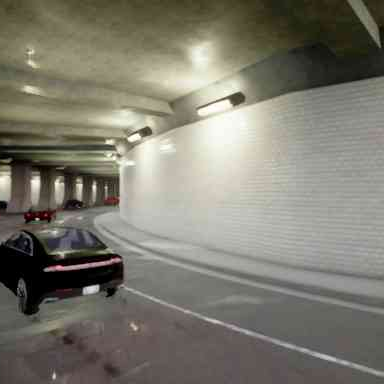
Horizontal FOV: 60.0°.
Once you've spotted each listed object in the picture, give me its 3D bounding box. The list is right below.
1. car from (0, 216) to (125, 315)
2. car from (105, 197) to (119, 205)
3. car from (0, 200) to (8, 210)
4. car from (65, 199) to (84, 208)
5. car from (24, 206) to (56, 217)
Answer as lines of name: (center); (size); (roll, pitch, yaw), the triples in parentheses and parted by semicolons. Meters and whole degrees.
car: (-3.377, 1.559, 7.859); (2.128, 1.511, 4.902); (1, -1, -40)
car: (-18.332, 1.967, 76.639); (2.097, 1.767, 4.553); (0, -1, 2)
car: (-25.970, 1.829, 44.232); (1.812, 1.442, 4.674); (0, -1, -3)
car: (-20.201, 1.999, 57.333); (1.837, 1.490, 4.892); (0, -1, 2)
car: (-12.453, 1.821, 27.604); (1.895, 1.301, 4.718); (1, -1, -16)
